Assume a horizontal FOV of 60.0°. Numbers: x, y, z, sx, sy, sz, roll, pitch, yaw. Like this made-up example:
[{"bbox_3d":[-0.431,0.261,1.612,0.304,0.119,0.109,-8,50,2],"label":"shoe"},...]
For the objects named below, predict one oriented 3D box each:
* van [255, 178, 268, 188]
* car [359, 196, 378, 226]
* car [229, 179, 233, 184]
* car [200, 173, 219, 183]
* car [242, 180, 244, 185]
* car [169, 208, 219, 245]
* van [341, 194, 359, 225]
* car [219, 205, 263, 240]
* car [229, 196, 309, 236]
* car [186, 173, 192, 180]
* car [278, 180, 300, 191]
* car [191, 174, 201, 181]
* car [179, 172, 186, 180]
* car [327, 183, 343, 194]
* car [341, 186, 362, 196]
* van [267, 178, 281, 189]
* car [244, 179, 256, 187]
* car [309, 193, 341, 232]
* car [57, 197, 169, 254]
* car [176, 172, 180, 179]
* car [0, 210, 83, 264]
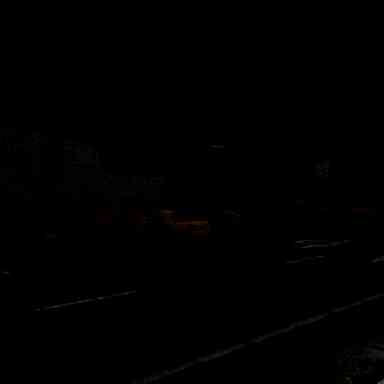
[{"bbox_3d":[15.224,-1.769,67.255,1.878,1.987,4.442,7,4,35],"label":"van"},{"bbox_3d":[10.795,1.400,24.063,4.553,1.767,2.185,-1,-1,35],"label":"car"},{"bbox_3d":[10.064,-2.322,74.760,2.002,1.452,4.674,7,3,35],"label":"car"},{"bbox_3d":[4.946,-3.181,82.262,1.946,1.575,5.366,7,3,34],"label":"car"},{"bbox_3d":[11.810,-2.048,72.301,2.002,1.452,4.674,7,3,35],"label":"car"},{"bbox_3d":[-1.686,1.501,15.532,5.366,1.575,1.946,-1,-1,34],"label":"car"},{"bbox_3d":[8.388,1.294,22.308,4.442,1.987,1.878,-1,-1,35],"label":"van"},{"bbox_3d":[0.917,1.546,17.164,4.674,1.452,2.002,-1,-1,35],"label":"car"},{"bbox_3d":[3.342,1.260,18.925,5.566,2.045,2.435,-1,-1,35],"label":"car"},{"bbox_3d":[1.293,-3.855,86.981,2.185,1.767,4.553,6,3,34],"label":"car"},{"bbox_3d":[18.721,-0.997,62.427,2.231,1.521,4.892,7,3,35],"label":"car"},{"bbox_3d":[3.091,-3.703,84.518,2.435,2.045,5.566,7,3,34],"label":"car"},{"bbox_3d":[-0.441,-4.090,89.448,2.185,1.767,4.553,4,1,33],"label":"car"},{"bbox_3d":[23.943,-0.431,55.049,2.435,2.045,5.566,7,3,35],"label":"car"},{"bbox_3d":[25.638,0.132,52.580,2.002,1.452,4.674,7,3,35],"label":"car"},{"bbox_3d":[16.957,-1.495,64.786,1.878,1.987,4.442,7,4,35],"label":"van"},{"bbox_3d":[13.645,-1.817,69.983,1.946,1.575,5.366,7,3,35],"label":"car"},{"bbox_3d":[5.853,1.265,20.634,5.566,2.045,2.435,-1,-1,35],"label":"car"},{"bbox_3d":[-4.003,1.246,13.701,5.566,2.045,2.435,-1,-1,34],"label":"car"},{"bbox_3d":[-2.216,-4.367,91.793,2.435,2.045,5.566,1,-1,34],"label":"car"},{"bbox_3d":[-6.445,1.523,11.952,4.792,1.488,2.163,-1,-1,34],"label":"car"}]
